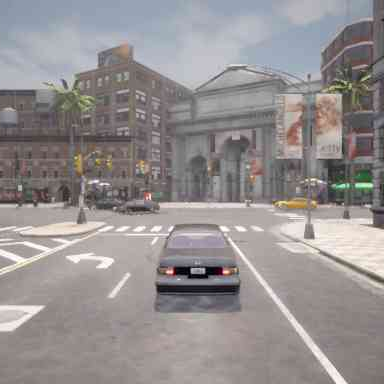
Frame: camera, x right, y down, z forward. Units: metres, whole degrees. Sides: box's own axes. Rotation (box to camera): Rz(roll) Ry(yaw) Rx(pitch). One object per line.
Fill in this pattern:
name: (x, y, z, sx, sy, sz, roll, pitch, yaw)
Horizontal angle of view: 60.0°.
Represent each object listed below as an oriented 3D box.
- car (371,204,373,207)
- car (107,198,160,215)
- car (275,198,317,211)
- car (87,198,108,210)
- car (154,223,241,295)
car: (22.732, 1.530, 37.549, 4.674, 1.442, 1.812, 0, 0, 1)
car: (-5.591, 1.495, 33.718, 4.902, 1.511, 2.128, 0, 0, -36)
car: (12.823, 1.482, 41.167, 5.008, 1.535, 1.882, 0, 0, 1)
car: (-10.502, 1.509, 41.415, 4.892, 1.490, 1.837, 0, 0, 1)
car: (0.118, 1.548, 8.838, 2.033, 1.411, 5.357, 0, 0, 0)
